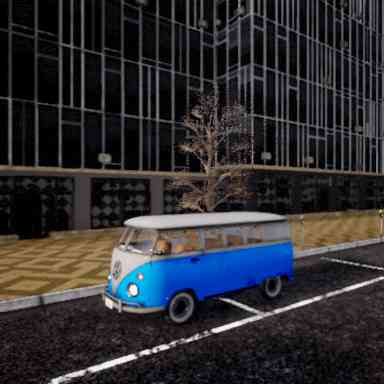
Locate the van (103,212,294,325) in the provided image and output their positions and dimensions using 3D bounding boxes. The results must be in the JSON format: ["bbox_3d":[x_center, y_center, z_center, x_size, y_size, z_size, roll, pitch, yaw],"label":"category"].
[{"bbox_3d":[0.322,1.335,6.790,3.998,1.788,1.690,0,0,-36],"label":"van"}]
